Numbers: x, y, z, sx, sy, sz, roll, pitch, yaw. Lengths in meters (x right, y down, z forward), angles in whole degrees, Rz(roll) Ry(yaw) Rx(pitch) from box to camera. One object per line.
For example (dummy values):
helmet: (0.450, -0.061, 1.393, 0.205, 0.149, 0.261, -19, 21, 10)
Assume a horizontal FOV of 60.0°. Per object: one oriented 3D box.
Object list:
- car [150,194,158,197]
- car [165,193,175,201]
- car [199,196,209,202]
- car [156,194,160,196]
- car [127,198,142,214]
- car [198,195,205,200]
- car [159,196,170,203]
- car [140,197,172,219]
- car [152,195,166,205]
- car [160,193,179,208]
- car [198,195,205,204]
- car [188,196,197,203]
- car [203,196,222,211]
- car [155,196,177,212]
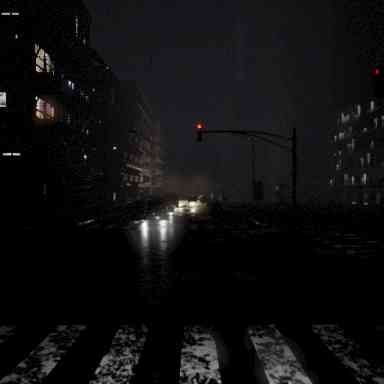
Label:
car: (-5.694, 1.436, 40.961, 1.967, 1.590, 4.097, -1, 0, 0)
car: (-5.685, 1.321, 86.152, 2.192, 1.841, 5.009, -1, 0, 0)
car: (2.663, 1.547, 74.910, 1.887, 1.381, 4.507, -1, 0, 0)
car: (-5.693, 1.312, 52.259, 2.192, 1.841, 5.009, -1, 0, 0)
car: (-5.693, 1.540, 35.312, 1.887, 1.381, 4.507, -1, 0, 0)
car: (2.666, 1.534, 92.027, 1.752, 1.417, 4.829, -1, 0, 0)
car: (-5.685, 1.583, 69.206, 1.802, 1.307, 4.206, -1, 0, 0)
car: (-3.093, 1.500, 29.281, 1.837, 1.490, 4.892, 0, 0, 0)
car: (-5.690, 1.438, 57.907, 1.967, 1.590, 4.097, -1, 0, 0)
car: (-3.079, 1.218, 49.382, 2.150, 2.045, 5.566, 0, 0, 0)
car: (2.660, 1.550, 63.612, 2.008, 1.369, 4.403, -1, 0, 0)
car: (0.118, 1.549, 69.735, 2.033, 1.411, 5.357, 0, 0, 0)
car: (2.655, 1.540, 41.016, 1.887, 1.381, 4.507, -1, 0, 0)
car: (-3.087, 1.521, 39.035, 1.812, 1.442, 4.674, 0, 0, 0)
